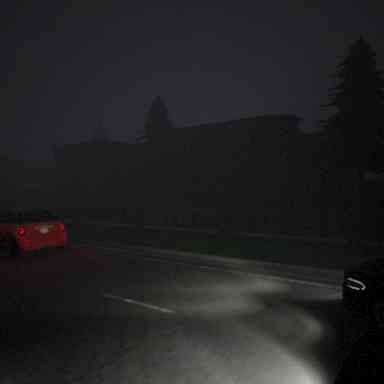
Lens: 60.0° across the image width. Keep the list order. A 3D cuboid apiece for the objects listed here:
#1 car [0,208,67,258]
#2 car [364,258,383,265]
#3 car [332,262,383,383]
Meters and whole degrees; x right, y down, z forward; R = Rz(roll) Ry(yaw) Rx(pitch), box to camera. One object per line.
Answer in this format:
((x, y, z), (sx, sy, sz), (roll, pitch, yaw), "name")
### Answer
((-7.105, 1.438, 13.354), (4.553, 1.767, 2.097), (0, 0, 36), "car")
((4.887, 1.469, 4.808), (5.008, 1.535, 1.882), (0, 0, 36), "car")
((3.471, 1.535, 1.515), (5.357, 1.411, 2.033), (0, 0, 35), "car")
